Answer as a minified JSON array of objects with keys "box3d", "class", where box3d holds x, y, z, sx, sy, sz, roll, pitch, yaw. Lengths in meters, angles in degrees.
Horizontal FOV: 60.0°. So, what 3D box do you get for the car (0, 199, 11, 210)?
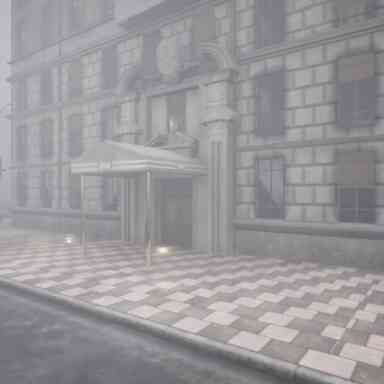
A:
[{"box3d":[-24.157,1.526,40.180,1.812,1.442,4.674,0,0,36],"class":"car"}]
